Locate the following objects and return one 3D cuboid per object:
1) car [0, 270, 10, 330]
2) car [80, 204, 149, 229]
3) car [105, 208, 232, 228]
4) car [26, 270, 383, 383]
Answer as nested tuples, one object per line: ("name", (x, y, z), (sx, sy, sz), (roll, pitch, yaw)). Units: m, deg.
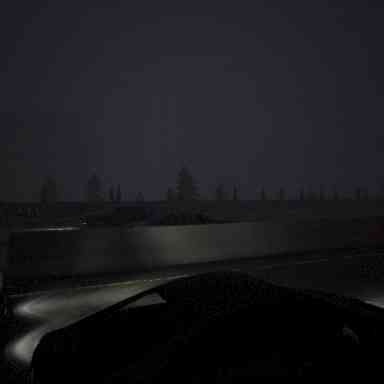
("car", (-5.102, 1.363, 4.555), (4.553, 1.767, 2.097), (-1, 0, -25))
("car", (-4.371, 1.509, 20.562), (4.892, 1.490, 1.837), (0, 0, -25))
("car", (-0.757, 1.553, 14.523), (5.357, 1.411, 2.033), (0, 0, -25))
("car", (0.600, 1.562, 3.351), (4.181, 1.385, 1.994), (0, 0, -25))
